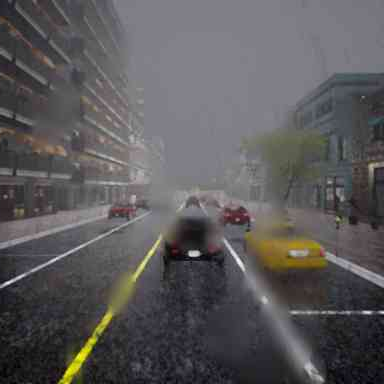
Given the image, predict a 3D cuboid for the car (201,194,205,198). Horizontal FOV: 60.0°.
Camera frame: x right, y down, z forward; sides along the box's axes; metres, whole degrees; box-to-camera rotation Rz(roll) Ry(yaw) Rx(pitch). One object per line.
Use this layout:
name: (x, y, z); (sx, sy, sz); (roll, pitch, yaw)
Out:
car: (2.699, 1.419, 67.252); (1.947, 1.339, 4.313); (-1, 0, 0)

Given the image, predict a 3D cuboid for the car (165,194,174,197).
car: (-5.680, 1.407, 72.960); (1.947, 1.339, 4.313); (-1, 0, 0)

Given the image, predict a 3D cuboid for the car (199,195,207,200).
car: (2.704, 1.362, 84.284); (1.887, 1.381, 4.507); (-1, 0, 0)

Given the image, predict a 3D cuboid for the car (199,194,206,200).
car: (2.705, 1.331, 90.131); (1.752, 1.417, 4.829); (-1, 0, 0)

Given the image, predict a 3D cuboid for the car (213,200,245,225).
car: (2.686, 1.495, 21.832); (1.887, 1.381, 4.507); (-1, 0, 0)

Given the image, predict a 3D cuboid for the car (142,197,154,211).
car: (-5.689, 1.479, 38.896); (1.947, 1.339, 4.313); (-1, 0, 0)

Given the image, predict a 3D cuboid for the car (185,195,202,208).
car: (0.113, 1.400, 46.161); (1.837, 1.490, 4.892); (0, 0, 0)

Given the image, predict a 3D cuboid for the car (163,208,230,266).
car: (0.040, 1.499, 11.320); (1.812, 1.442, 4.674); (0, 0, 0)

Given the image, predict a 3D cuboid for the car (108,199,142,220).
car: (-5.692, 1.482, 27.541); (1.887, 1.381, 4.507); (-1, 0, 0)

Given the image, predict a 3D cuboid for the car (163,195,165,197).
car: (-5.686, 1.439, 50.250); (2.008, 1.369, 4.403); (-1, 0, 0)

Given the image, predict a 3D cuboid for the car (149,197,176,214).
car: (-2.999, 1.522, 34.882); (1.895, 1.301, 4.718); (0, 0, 0)

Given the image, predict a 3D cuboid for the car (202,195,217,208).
car: (2.693, 1.483, 44.542); (1.802, 1.307, 4.206); (-1, 0, 0)

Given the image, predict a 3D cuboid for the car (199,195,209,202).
car: (2.701, 1.392, 72.929); (2.008, 1.369, 4.403); (-1, 0, 0)

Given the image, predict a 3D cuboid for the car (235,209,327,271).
car: (2.684, 1.501, 10.647); (1.752, 1.417, 4.829); (-1, 0, 0)

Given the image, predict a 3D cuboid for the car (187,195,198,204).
car: (0.118, 1.407, 63.764); (2.033, 1.411, 5.357); (0, 0, 0)

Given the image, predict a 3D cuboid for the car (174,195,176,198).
car: (-5.675, 1.388, 89.992); (1.802, 1.307, 4.206); (-1, 0, 0)
